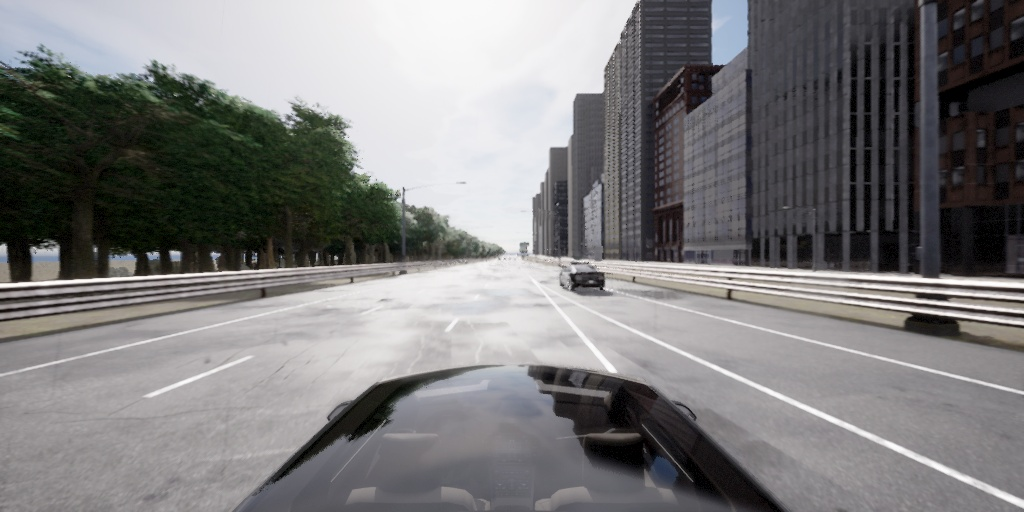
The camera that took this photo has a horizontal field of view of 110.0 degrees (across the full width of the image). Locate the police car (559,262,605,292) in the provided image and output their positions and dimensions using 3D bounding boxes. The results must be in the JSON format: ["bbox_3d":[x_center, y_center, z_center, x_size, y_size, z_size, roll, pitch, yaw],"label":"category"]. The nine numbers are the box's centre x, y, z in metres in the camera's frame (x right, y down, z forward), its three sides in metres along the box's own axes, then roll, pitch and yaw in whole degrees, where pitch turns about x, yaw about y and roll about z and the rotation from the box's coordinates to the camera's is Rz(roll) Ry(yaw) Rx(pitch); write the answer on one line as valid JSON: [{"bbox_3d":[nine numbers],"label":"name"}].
[{"bbox_3d":[4.099,1.181,21.795,1.930,1.638,5.238,0,0,-3],"label":"police car"}]
